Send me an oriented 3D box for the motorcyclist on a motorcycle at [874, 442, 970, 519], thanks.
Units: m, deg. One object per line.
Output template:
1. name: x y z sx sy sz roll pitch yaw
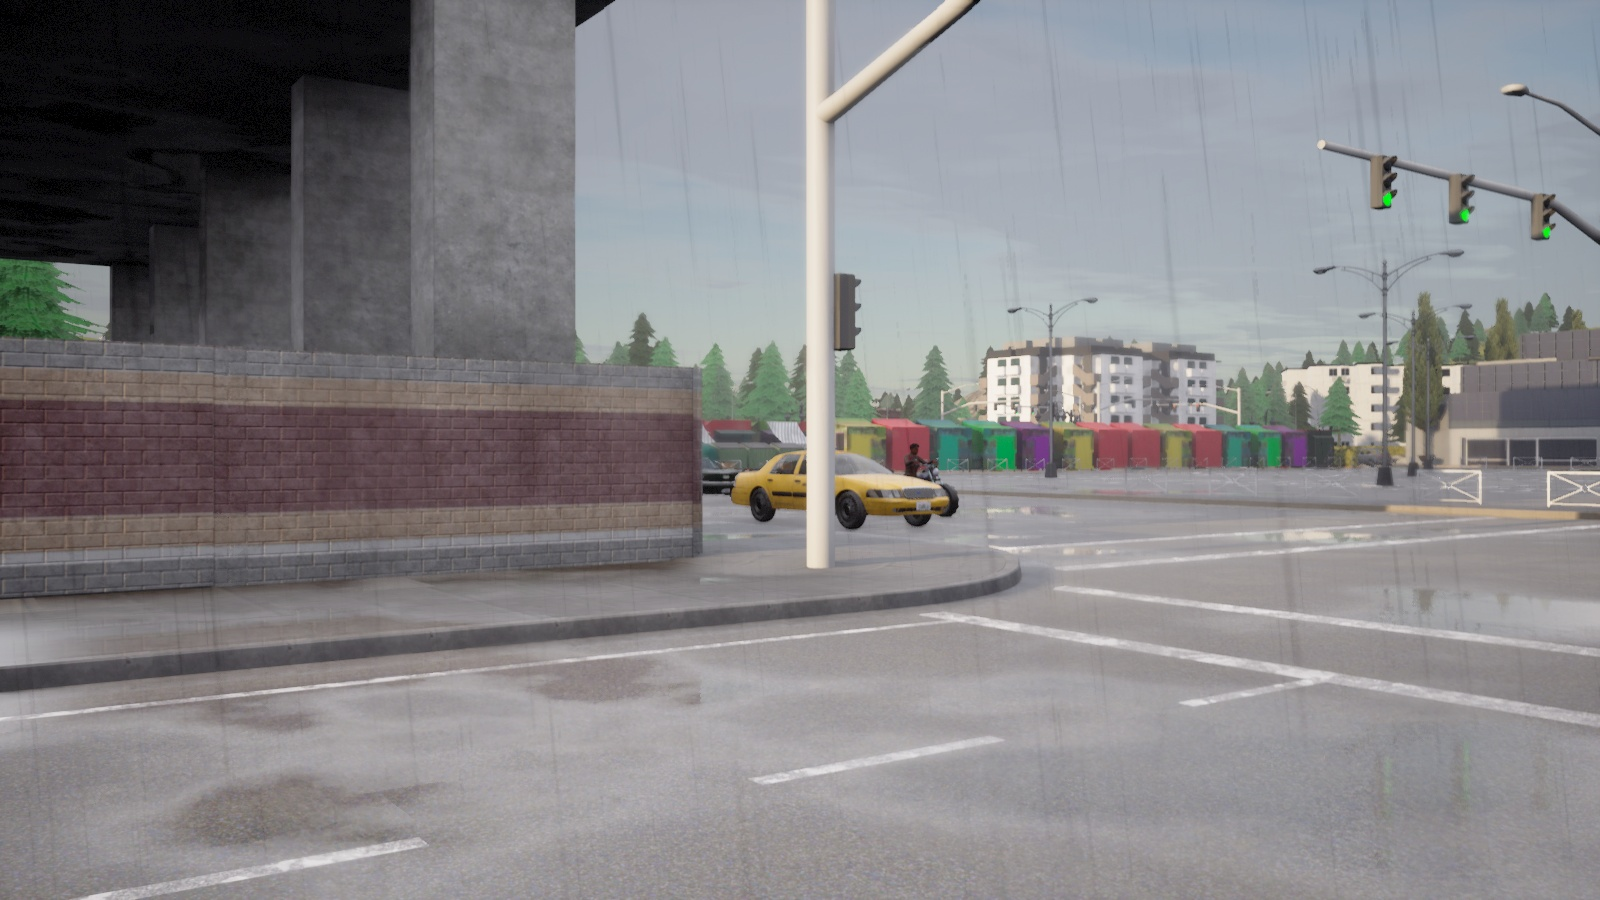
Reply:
1. motorcyclist on a motorcycle: 2.671 0.647 27.820 0.766 1.649 2.350 0 0 -35

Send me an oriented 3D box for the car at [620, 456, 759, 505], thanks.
1. car: -3.282 0.831 36.309 1.895 1.301 4.718 0 0 -35

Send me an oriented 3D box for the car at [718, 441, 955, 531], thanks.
1. car: 0.559 0.644 24.735 1.801 1.575 5.366 0 0 -35
